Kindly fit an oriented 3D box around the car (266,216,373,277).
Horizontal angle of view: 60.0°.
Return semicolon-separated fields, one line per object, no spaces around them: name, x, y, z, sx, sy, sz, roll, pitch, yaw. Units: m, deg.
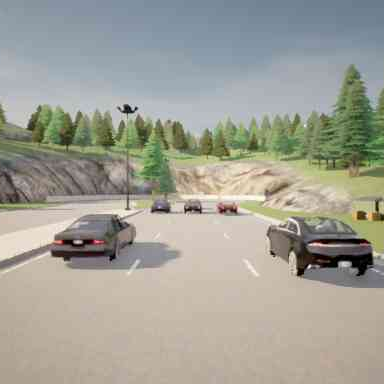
car;3.602;1.491;10.262;2.128;1.511;4.902;0;0;0

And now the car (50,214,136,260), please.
car;-3.396;1.547;12.429;2.033;1.411;5.357;0;0;0

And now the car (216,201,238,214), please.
car;3.608;1.600;35.029;1.895;1.301;4.718;0;0;0

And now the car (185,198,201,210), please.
car;0.201;1.564;44.576;1.994;1.385;4.181;0;0;2

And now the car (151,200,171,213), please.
car;-3.390;1.562;37.006;1.994;1.385;4.181;0;0;0

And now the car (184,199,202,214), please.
car;0.107;1.601;35.816;1.895;1.301;4.718;0;0;0
